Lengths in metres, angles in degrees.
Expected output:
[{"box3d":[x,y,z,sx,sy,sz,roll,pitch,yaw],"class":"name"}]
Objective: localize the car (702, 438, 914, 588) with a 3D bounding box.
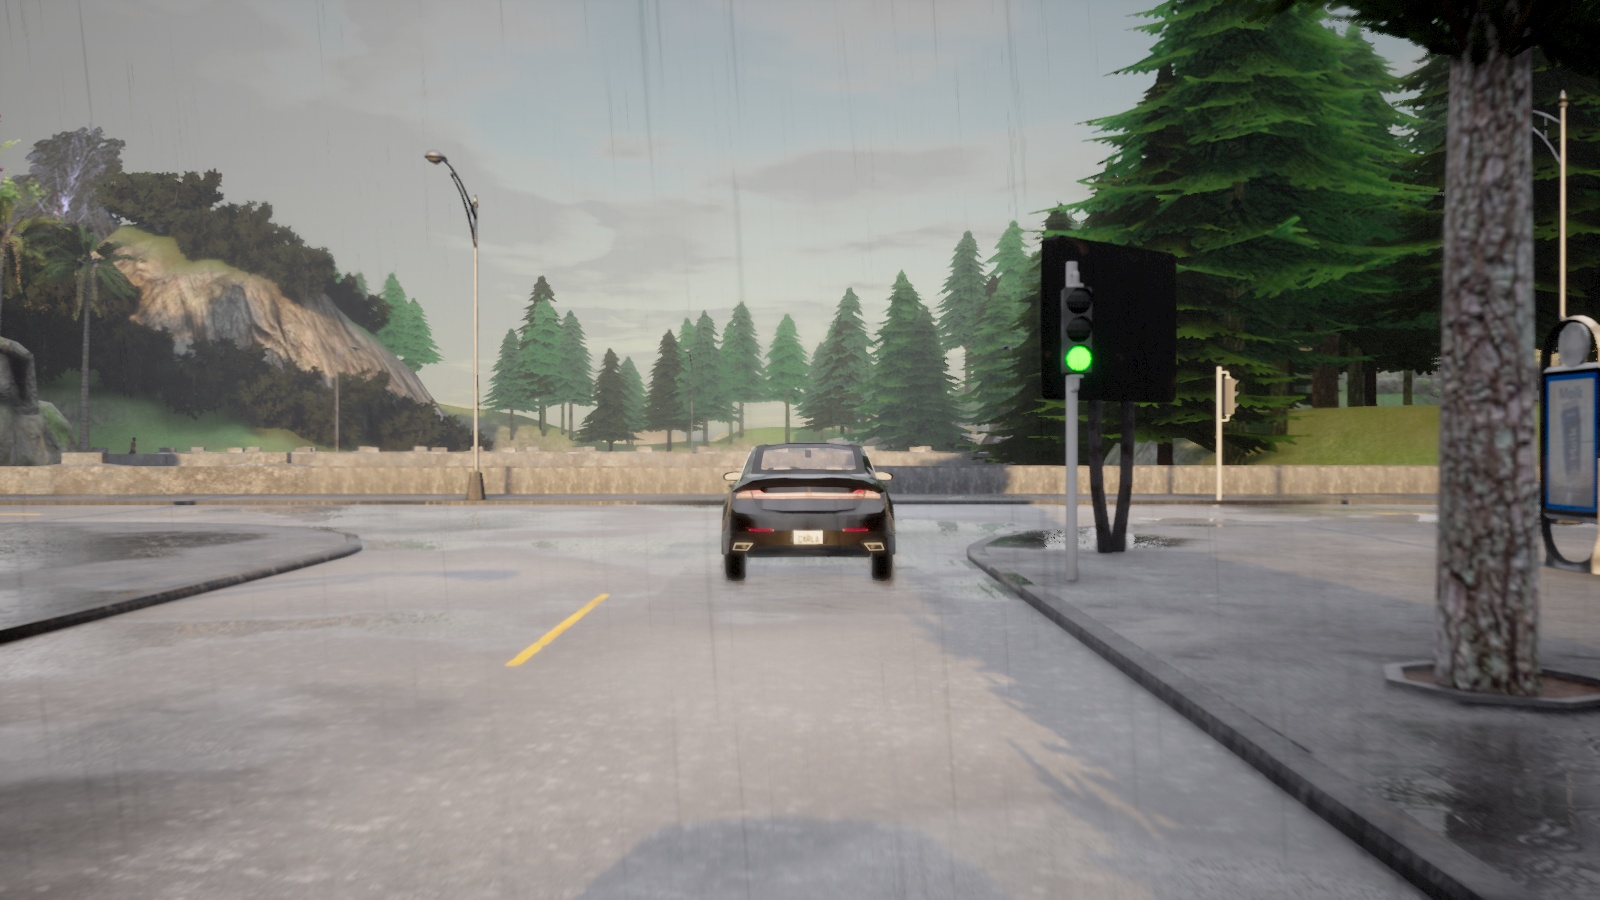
[{"box3d":[0.101,0.618,15.059,2.128,1.511,4.902,0,0,0],"class":"car"}]
